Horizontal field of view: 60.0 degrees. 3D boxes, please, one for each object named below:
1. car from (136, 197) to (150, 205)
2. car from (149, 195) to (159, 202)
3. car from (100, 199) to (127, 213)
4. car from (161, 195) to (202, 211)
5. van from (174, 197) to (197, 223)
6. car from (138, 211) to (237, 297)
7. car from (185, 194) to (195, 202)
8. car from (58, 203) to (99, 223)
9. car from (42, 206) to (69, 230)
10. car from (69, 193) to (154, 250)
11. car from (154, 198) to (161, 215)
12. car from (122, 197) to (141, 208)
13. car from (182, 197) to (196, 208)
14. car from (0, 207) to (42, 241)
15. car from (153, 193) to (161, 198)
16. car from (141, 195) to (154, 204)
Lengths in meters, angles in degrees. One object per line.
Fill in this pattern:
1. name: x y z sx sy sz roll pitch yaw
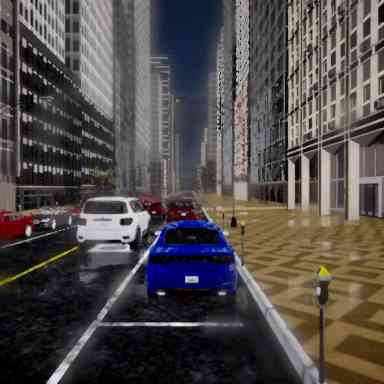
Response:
1. car: -8.843 1.569 60.458 1.802 1.307 4.206 -1 0 0
2. car: -8.843 1.508 77.339 1.752 1.417 4.829 -1 0 0
3. car: -8.844 1.544 37.723 2.008 1.369 4.403 -1 0 0
4. car: -0.465 1.311 20.672 2.192 1.841 5.009 -1 0 0
5. van: -0.465 1.336 26.356 1.690 1.788 3.998 -1 0 0
6. car: -0.006 1.476 8.652 1.882 1.535 5.008 0 0 0
7. car: -0.465 1.298 77.509 2.192 1.841 5.009 -1 0 0
8. car: -8.843 1.577 26.356 1.802 1.307 4.206 -1 0 0
9. car: -8.844 1.547 20.672 2.008 1.369 4.403 -1 0 0
10. car: -3.145 1.214 14.403 2.150 2.045 5.566 0 0 0
11. car: -3.141 1.520 29.777 1.812 1.442 4.674 0 0 0
12. car: -8.843 1.541 49.090 2.008 1.369 4.403 -1 0 0
13. car: -0.463 1.541 49.090 2.008 1.369 4.403 -1 0 0
14. car: -8.843 1.542 14.989 1.887 1.381 4.507 -1 0 0
15. car: -6.147 1.197 47.091 2.150 2.045 5.566 0 0 0
16. car: -8.845 1.426 66.141 1.967 1.590 4.097 -1 0 0
